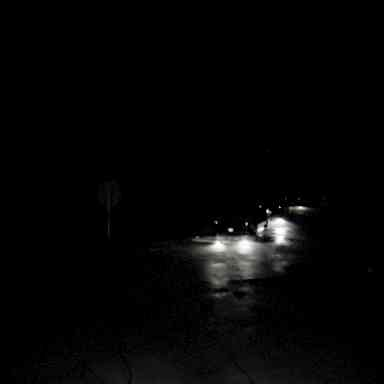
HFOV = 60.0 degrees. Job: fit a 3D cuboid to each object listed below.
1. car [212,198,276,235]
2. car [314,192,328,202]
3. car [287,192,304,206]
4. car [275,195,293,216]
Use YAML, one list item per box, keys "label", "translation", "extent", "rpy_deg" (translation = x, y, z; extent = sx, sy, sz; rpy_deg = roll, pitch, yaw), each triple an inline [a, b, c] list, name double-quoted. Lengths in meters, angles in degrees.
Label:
- label: "car"
  translation: [2.704, 1.223, 16.937]
  extent: [2.033, 1.411, 5.357]
  rpy_deg: [0, 1, 23]
- label: "car"
  translation: [20.811, 0.766, 53.707]
  extent: [1.837, 1.490, 4.892]
  rpy_deg: [0, 0, 20]
- label: "car"
  translation: [12.167, 0.738, 39.768]
  extent: [2.097, 1.767, 4.553]
  rpy_deg: [0, 1, 22]
- label: "car"
  translation: [6.597, 1.152, 26.527]
  extent: [1.895, 1.301, 4.718]
  rpy_deg: [0, 1, 23]
